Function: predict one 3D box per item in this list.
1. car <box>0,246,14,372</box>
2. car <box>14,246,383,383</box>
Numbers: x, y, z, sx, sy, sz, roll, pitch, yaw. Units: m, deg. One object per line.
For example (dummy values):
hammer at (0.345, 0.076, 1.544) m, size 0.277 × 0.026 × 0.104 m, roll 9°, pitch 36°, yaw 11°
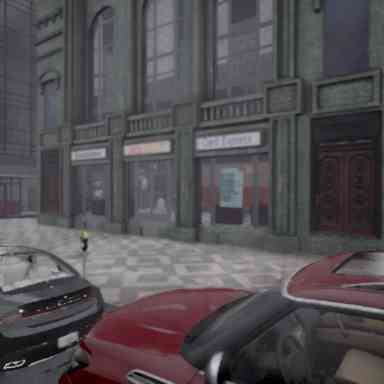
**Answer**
car at (-3.274, 1.544, 5.293) m, size 4.403 × 1.369 × 2.008 m, roll 0°, pitch 0°, yaw 35°
car at (1.319, 1.315, 2.018) m, size 5.009 × 1.841 × 2.192 m, roll 0°, pitch 0°, yaw 35°
